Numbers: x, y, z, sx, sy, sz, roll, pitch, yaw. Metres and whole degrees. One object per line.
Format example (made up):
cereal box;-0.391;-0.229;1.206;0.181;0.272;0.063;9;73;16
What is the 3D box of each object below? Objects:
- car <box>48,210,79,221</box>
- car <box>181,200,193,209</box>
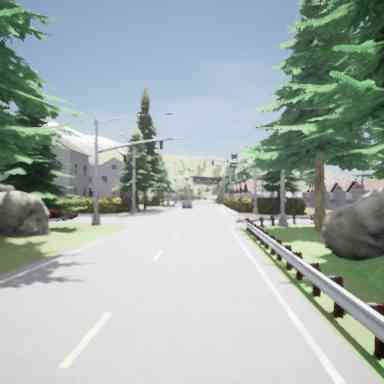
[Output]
car;-13.063;1.869;30.805;5.008;1.535;1.882;0;-1;3
car;-0.830;2.311;59.749;1.837;1.490;4.892;0;0;3
